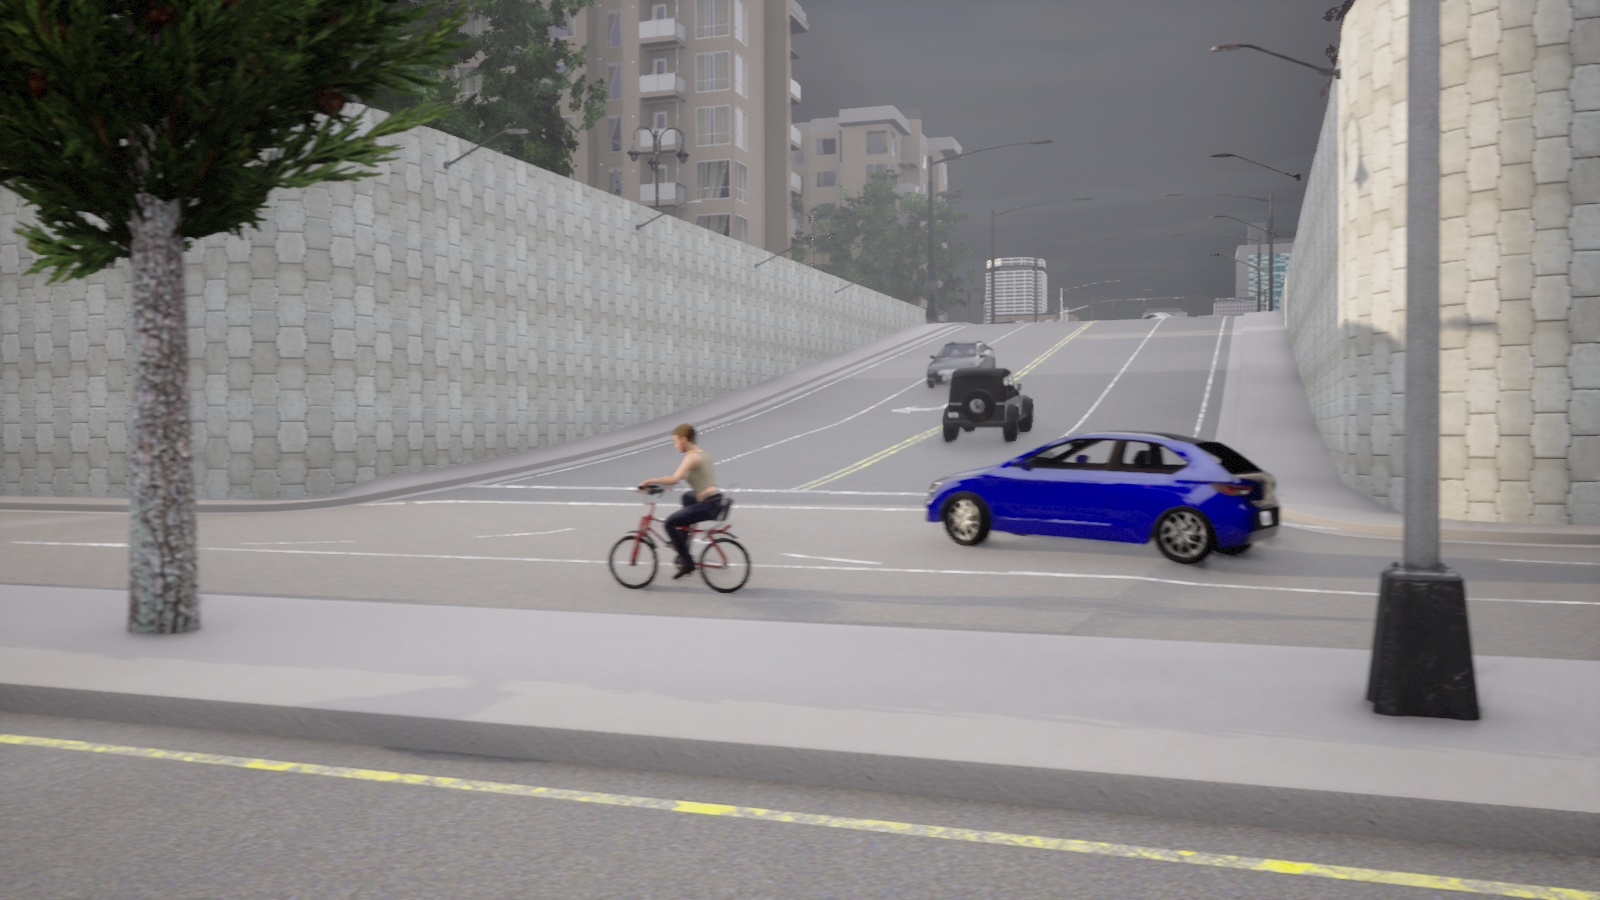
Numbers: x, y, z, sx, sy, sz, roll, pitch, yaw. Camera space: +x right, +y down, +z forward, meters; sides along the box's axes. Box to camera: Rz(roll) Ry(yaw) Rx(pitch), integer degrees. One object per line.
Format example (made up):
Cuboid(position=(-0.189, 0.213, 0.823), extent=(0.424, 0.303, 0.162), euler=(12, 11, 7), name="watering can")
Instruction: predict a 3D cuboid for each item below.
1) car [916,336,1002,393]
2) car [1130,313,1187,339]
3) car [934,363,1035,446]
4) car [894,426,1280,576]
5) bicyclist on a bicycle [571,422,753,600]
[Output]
Cuboid(position=(5.961, -3.216, 46.550), extent=(2.128, 1.511, 4.902), euler=(1, 11, 20), name="car")
Cuboid(position=(24.306, -8.391, 85.379), extent=(1.812, 1.442, 4.674), euler=(-1, 2, -11), name="car")
Cuboid(position=(4.987, -1.275, 33.537), extent=(1.905, 1.878, 3.866), euler=(1, 7, 20), name="car")
Cuboid(position=(3.437, 0.510, 15.424), extent=(4.193, 1.474, 1.816), euler=(3, 3, 37), name="car")
Cuboid(position=(-1.316, 0.545, 12.062), extent=(1.509, 1.612, 0.866), euler=(1, 2, 19), name="bicyclist on a bicycle")
